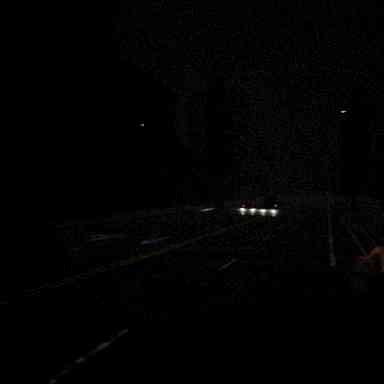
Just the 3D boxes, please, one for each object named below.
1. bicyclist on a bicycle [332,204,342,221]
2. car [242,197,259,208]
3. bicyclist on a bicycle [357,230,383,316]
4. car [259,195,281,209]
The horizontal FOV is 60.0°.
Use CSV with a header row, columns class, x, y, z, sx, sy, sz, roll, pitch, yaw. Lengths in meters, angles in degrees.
class,x,y,z,sx,sy,sz,roll,pitch,yaw
bicyclist on a bicycle,13.168,1.848,30.201,0.866,1.612,1.509,1,0,22
car,9.445,1.627,52.917,2.097,1.767,4.553,1,0,22
bicyclist on a bicycle,3.261,1.426,5.584,0.866,1.612,1.509,0,0,22
car,12.434,1.538,51.637,2.150,2.045,5.566,1,0,22
